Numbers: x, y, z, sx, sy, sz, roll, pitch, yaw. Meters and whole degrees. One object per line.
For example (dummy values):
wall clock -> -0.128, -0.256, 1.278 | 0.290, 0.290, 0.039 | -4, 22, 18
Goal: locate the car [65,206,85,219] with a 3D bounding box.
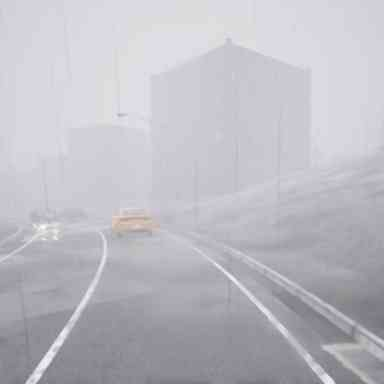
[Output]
car -> -13.543, 2.272, 37.194 | 1.994, 1.385, 4.181 | -2, -1, -38

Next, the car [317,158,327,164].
car -> 27.021, -5.820, 65.959 | 2.002, 1.452, 4.674 | 0, 1, 4

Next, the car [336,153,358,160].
car -> 26.275, -5.593, 54.946 | 2.231, 1.521, 4.892 | 0, 1, 4

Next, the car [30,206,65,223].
car -> -14.299, 2.157, 32.127 | 2.128, 1.511, 4.902 | -2, -1, -36

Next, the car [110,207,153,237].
car -> -3.596, 1.628, 19.272 | 1.882, 1.535, 5.008 | -1, -1, -19

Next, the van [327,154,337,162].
van -> 26.638, -5.953, 60.325 | 1.878, 1.987, 4.442 | 0, 1, 4

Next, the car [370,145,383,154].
car -> 25.532, -5.435, 43.955 | 2.185, 1.767, 4.553 | 0, 2, 4

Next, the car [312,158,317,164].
car -> 27.390, -6.235, 71.426 | 2.435, 2.045, 5.566 | 0, 1, 4
